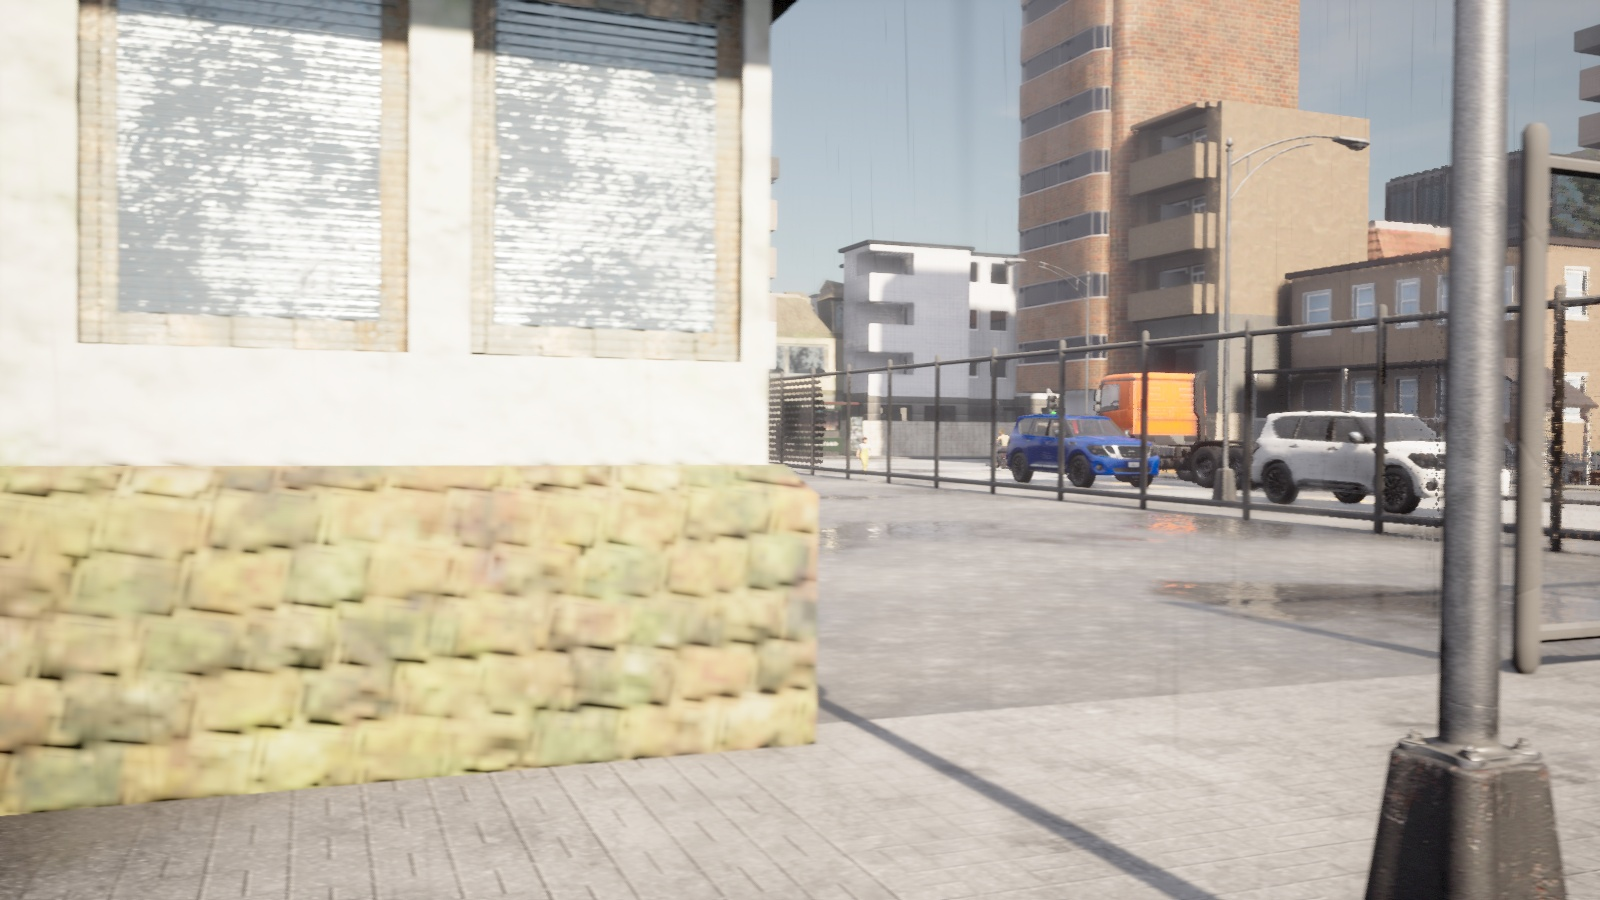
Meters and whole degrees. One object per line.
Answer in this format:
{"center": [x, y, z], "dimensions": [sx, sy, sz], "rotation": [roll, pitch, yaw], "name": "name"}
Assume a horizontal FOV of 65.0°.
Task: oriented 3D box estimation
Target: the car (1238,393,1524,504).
{"center": [11.829, -0.071, 26.116], "dimensions": [2.150, 2.045, 5.566], "rotation": [-1, 1, -19], "name": "car"}

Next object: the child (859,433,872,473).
{"center": [2.069, 0.091, 39.693], "dimensions": [0.270, 1.263, 0.437], "rotation": [-1, 1, -18], "name": "child"}

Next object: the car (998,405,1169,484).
{"center": [7.973, -0.191, 36.019], "dimensions": [2.150, 2.045, 5.566], "rotation": [-1, 1, -19], "name": "car"}

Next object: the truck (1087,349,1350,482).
{"center": [11.920, -0.953, 36.747], "dimensions": [2.891, 3.462, 7.936], "rotation": [-1, 1, -21], "name": "truck"}
